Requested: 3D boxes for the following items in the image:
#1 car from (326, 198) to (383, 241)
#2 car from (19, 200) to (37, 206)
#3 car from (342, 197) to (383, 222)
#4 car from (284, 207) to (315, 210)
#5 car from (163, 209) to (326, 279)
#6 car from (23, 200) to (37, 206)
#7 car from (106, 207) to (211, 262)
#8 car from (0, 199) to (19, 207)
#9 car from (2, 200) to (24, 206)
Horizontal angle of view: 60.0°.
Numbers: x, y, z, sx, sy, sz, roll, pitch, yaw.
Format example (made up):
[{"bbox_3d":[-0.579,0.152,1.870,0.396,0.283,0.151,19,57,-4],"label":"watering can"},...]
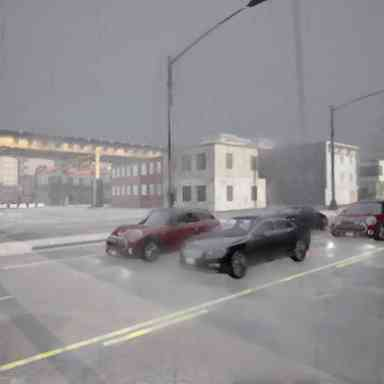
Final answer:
[{"bbox_3d":[8.574,1.221,16.020,4.553,1.767,2.097,-1,0,-41],"label":"car"},{"bbox_3d":[-37.623,2.630,77.283,2.038,1.542,4.974,0,-1,-10],"label":"car"},{"bbox_3d":[13.373,1.235,24.698,4.902,1.511,2.128,-1,0,-40],"label":"car"},{"bbox_3d":[5.673,1.496,18.143,4.181,1.385,1.994,-1,0,-40],"label":"car"},{"bbox_3d":[1.806,1.498,10.262,4.902,1.511,2.128,-1,0,-41],"label":"car"},{"bbox_3d":[-37.634,2.473,77.336,1.853,1.218,4.536,0,-1,-10],"label":"car"},{"bbox_3d":[-0.900,1.417,12.553,4.553,1.767,2.097,-1,0,-40],"label":"car"},{"bbox_3d":[-41.333,2.663,76.891,4.974,1.542,2.038,-1,-1,20],"label":"car"},{"bbox_3d":[-41.384,2.506,76.910,4.536,1.218,1.853,-1,-1,20],"label":"car"}]
